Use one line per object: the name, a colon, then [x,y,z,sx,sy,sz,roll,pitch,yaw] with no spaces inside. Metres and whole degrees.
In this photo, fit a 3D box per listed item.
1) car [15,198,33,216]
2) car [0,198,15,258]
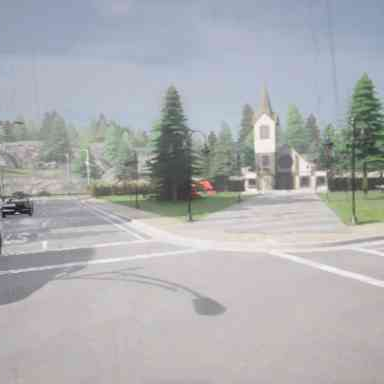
car: [-13.088,1.119,25.140,1.895,1.301,4.718,-2,2,-24]
car: [-6.332,1.121,7.759,2.150,2.045,5.566,-1,1,-11]
